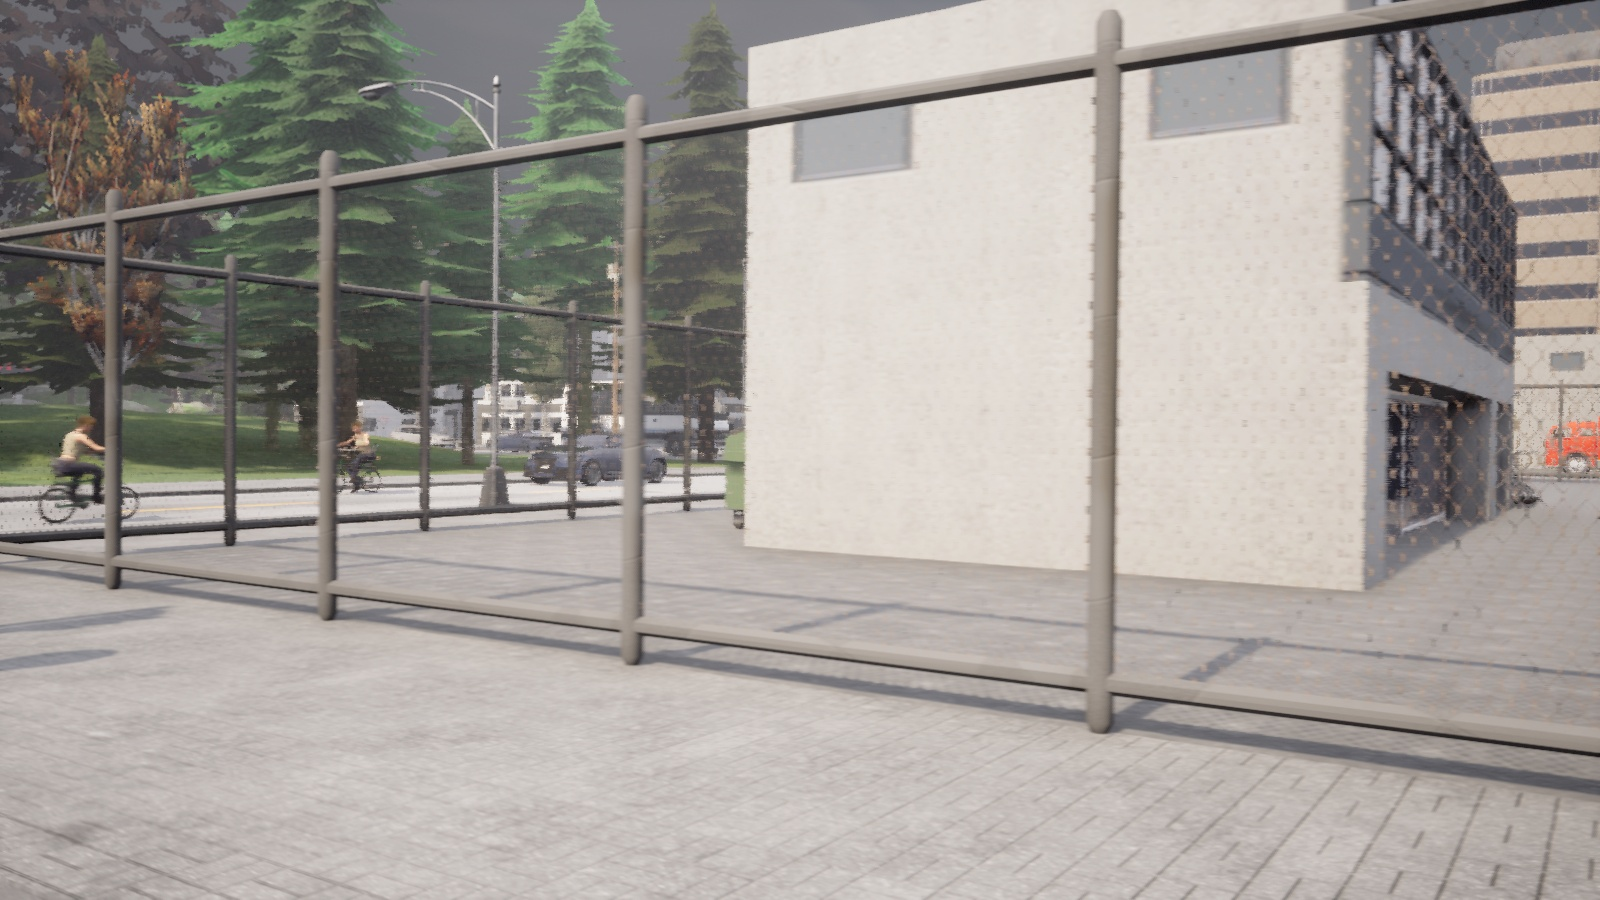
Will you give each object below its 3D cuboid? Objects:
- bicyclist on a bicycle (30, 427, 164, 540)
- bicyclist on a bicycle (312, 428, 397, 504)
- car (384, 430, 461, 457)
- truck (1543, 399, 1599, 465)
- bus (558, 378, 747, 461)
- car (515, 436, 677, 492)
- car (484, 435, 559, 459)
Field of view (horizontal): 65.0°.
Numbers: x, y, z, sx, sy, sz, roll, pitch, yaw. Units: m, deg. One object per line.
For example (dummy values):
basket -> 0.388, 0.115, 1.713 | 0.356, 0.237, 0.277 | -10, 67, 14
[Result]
bicyclist on a bicycle -> -10.551, 0.467, 18.889 | 0.866, 1.612, 1.509 | 0, 1, 33
bicyclist on a bicycle -> -9.731, 0.335, 27.466 | 0.866, 1.612, 1.509 | 0, 1, 33
car -> -23.889, -0.421, 79.495 | 4.611, 1.667, 2.242 | 0, 1, 33
truck -> 31.311, -0.690, 47.702 | 5.204, 2.467, 2.627 | 0, 1, 33
bus -> -8.218, -1.604, 69.128 | 10.273, 4.253, 3.944 | 0, 1, 35
car -> -5.433, 0.335, 33.935 | 1.994, 1.385, 4.181 | 0, 1, 33
car -> -16.533, -0.183, 74.603 | 4.181, 1.385, 1.994 | 0, 1, 33
